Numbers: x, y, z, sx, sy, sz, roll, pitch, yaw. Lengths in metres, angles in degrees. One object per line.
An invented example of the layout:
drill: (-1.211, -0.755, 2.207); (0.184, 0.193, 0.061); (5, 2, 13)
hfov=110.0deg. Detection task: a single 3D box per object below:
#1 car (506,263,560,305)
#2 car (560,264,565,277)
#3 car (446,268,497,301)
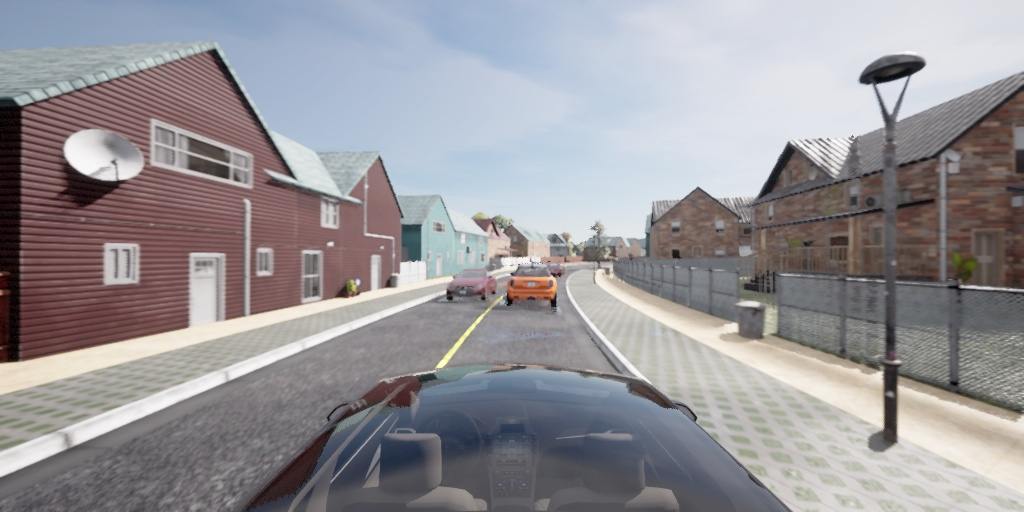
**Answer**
car: (0.974, 1.159, 16.506); (2.097, 1.767, 4.553); (0, 0, 5)
car: (4.247, 1.357, 36.154); (1.994, 1.385, 4.181); (0, 0, 13)
car: (-1.871, 1.325, 17.827); (1.812, 1.442, 4.674); (0, 0, 6)
